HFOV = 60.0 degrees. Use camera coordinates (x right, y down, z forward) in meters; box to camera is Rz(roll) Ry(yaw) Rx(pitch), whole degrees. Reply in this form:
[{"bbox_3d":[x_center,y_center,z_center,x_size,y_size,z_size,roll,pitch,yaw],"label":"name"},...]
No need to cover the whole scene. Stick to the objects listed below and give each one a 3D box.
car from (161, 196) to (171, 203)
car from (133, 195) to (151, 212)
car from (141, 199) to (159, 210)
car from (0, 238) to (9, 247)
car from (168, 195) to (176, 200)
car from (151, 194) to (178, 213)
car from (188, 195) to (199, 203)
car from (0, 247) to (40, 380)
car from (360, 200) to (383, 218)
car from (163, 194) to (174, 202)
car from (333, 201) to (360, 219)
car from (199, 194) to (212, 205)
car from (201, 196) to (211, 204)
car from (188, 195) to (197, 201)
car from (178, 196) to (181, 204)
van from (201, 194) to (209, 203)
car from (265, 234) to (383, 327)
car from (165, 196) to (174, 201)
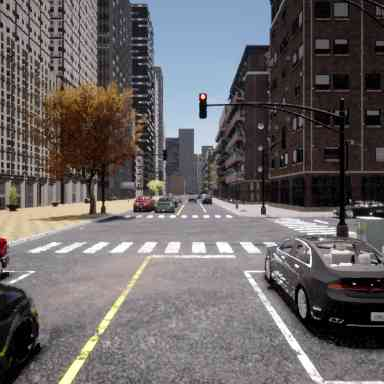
[{"bbox_3d":[-5.581,1.627,72.487,1.947,1.339,4.313,0,0,0],"label":"car"},{"bbox_3d":[-5.633,1.336,39.349,2.192,1.841,5.009,0,0,0],"label":"car"},{"bbox_3d":[-5.624,1.592,44.872,1.947,1.339,4.313,0,0,0],"label":"car"},{"bbox_3d":[-5.682,1.545,6.961,1.887,1.381,4.507,0,0,0],"label":"car"},{"bbox_3d":[-5.547,1.654,94.578,2.008,1.369,4.403,0,0,0],"label":"car"},{"bbox_3d":[-3.016,1.371,37.033,2.097,1.767,4.553,0,0,-1],"label":"car"},{"bbox_3d":[0.104,1.547,68.661,2.128,1.511,4.902,0,0,0],"label":"car"},{"bbox_3d":[-3.097,1.564,2.906,1.994,1.385,4.181,0,0,0],"label":"car"},{"bbox_3d":[14.773,1.345,23.769,4.181,1.385,1.994,-1,0,0],"label":"car"},{"bbox_3d":[-5.573,1.386,78.009,2.192,1.841,5.009,0,0,0],"label":"car"},{"bbox_3d":[13.465,1.350,26.337,4.403,1.369,2.008,-1,1,0],"label":"car"},{"bbox_3d":[2.783,1.611,61.427,1.947,1.339,4.313,0,0,0],"label":"car"},{"bbox_3d":[2.792,1.578,67.120,1.752,1.417,4.829,0,0,0],"label":"car"},{"bbox_3d":[0.121,1.463,79.084,2.033,1.411,5.357,0,0,0],"label":"car"},{"bbox_3d":[-3.023,1.631,48.630,1.895,1.301,4.718,0,0,0],"label":"car"},{"bbox_3d":[2.799,1.402,72.474,1.690,1.788,3.998,0,0,0],"label":"van"},{"bbox_3d":[2.698,1.551,6.948,2.008,1.369,4.403,0,0,0],"label":"car"},{"bbox_3d":[-5.564,1.632,83.532,2.008,1.369,4.403,0,0,0],"label":"car"}]
